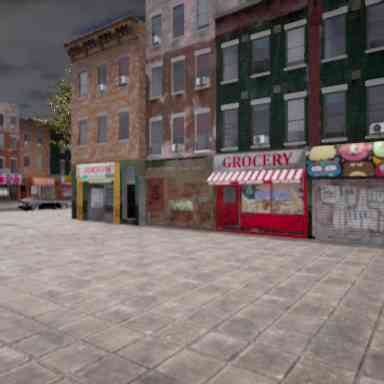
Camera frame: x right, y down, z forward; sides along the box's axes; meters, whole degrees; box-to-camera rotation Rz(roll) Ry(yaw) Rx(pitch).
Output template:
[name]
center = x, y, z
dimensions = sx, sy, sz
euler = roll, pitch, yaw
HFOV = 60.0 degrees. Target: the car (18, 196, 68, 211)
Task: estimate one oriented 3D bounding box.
[car]
center = -13.521, 1.040, 30.312
dimensions = 1.947, 1.339, 4.313
euler = 1, 1, 35
